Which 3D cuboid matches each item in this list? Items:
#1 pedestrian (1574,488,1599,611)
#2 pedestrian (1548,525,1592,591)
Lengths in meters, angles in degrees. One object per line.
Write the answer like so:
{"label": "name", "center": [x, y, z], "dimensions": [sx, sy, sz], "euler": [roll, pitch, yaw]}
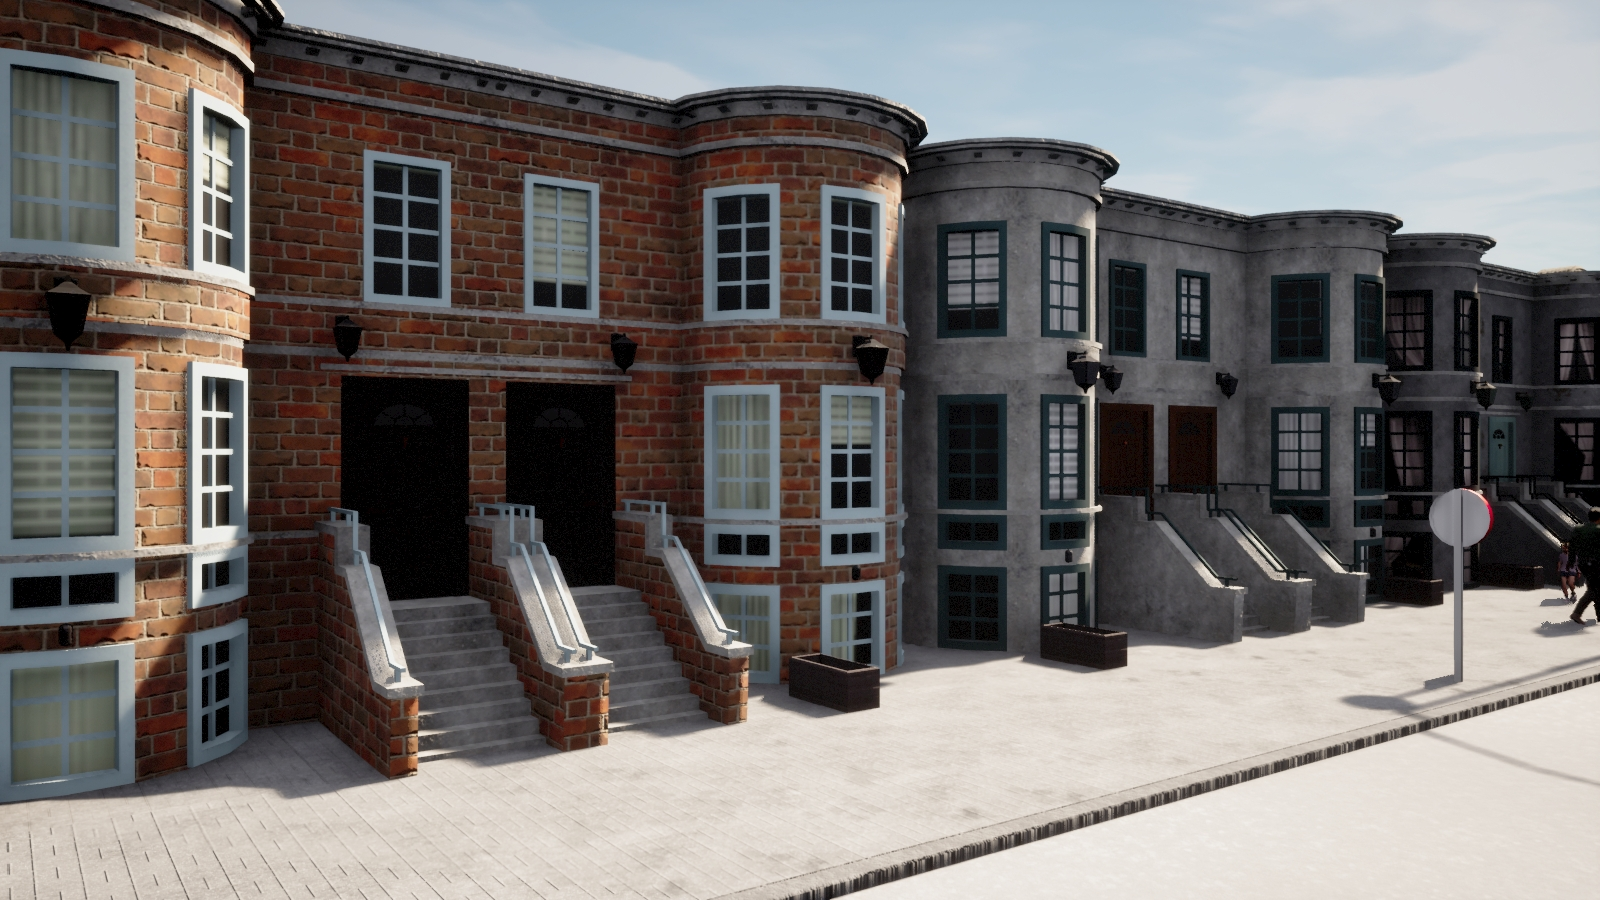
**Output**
{"label": "pedestrian", "center": [12.246, 1.524, 17.611], "dimensions": [0.375, 1.860, 0.375], "euler": [0, 0, -15]}
{"label": "pedestrian", "center": [13.644, 1.904, 20.249], "dimensions": [0.500, 1.100, 0.500], "euler": [0, 0, -36]}
